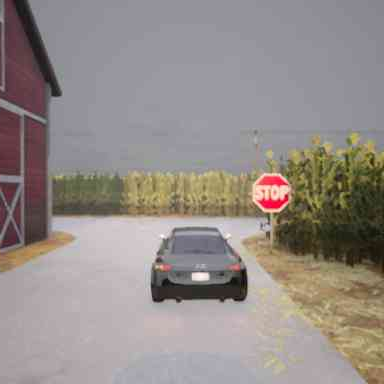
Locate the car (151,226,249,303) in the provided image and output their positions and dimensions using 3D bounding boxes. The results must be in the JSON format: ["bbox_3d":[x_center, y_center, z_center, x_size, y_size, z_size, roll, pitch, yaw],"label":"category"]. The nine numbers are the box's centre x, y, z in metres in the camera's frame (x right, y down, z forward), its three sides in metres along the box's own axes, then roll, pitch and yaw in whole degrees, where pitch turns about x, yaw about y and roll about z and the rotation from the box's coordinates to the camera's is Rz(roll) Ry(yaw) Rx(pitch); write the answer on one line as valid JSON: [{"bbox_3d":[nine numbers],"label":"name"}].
[{"bbox_3d":[0.095,1.530,8.203,1.994,1.385,4.181,0,0,-2],"label":"car"}]
